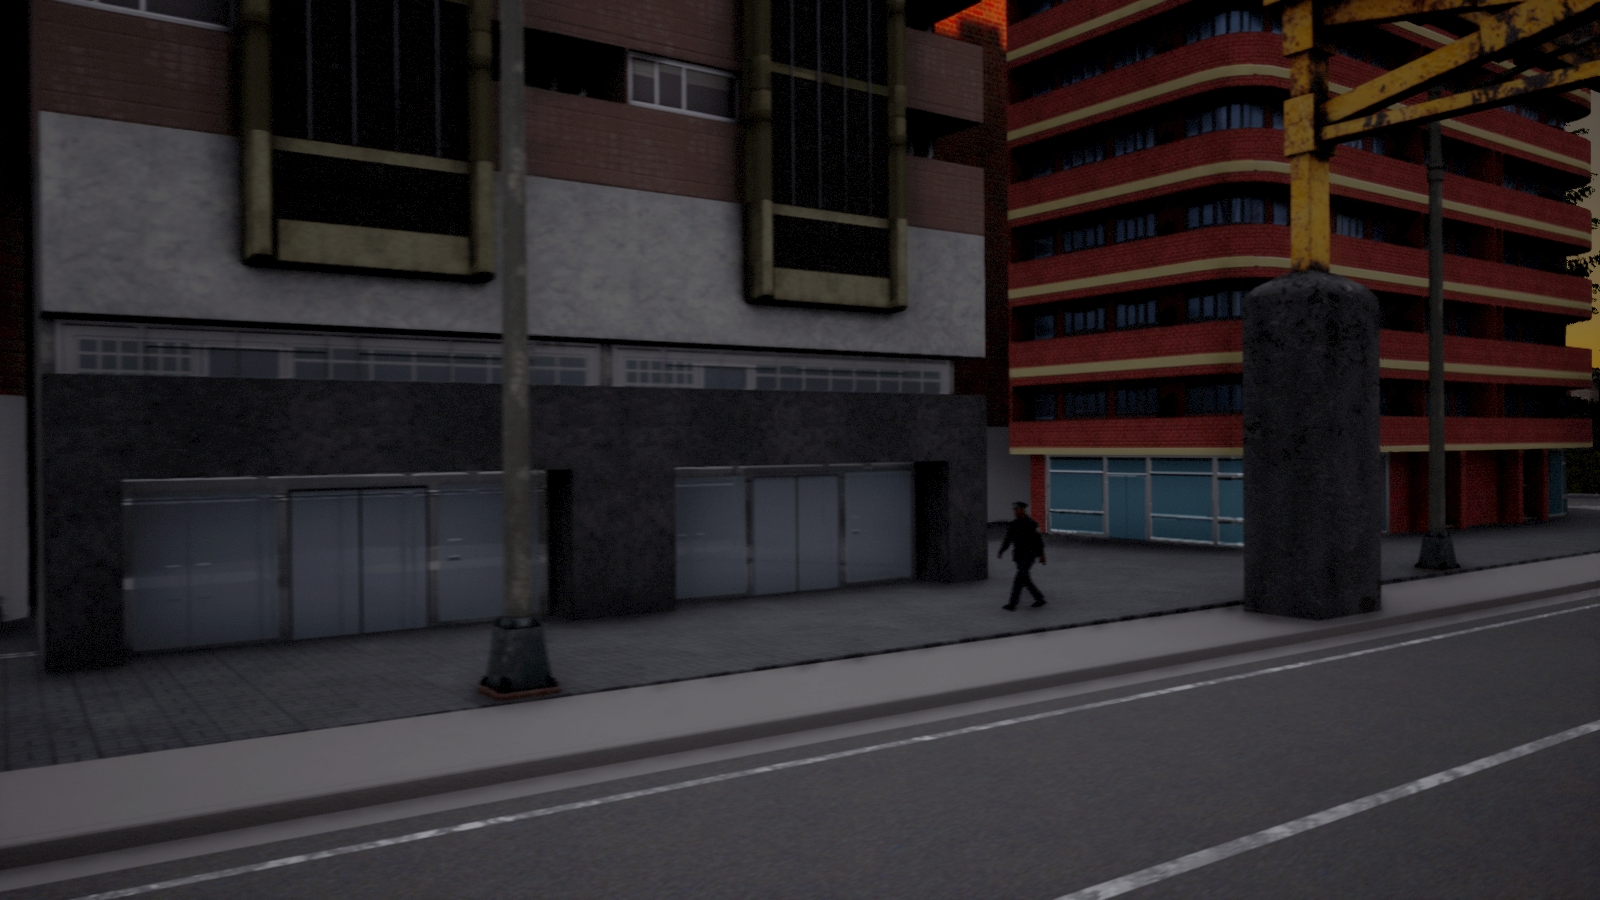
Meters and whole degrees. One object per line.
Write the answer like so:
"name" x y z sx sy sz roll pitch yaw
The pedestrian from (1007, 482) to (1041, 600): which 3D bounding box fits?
"pedestrian" 3.614 1.454 18.415 0.375 1.860 0.375 -1 0 -35
